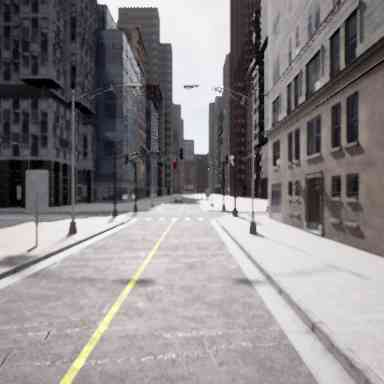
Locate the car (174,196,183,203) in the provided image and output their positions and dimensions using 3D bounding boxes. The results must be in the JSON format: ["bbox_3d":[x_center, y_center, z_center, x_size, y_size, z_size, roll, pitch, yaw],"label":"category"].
[{"bbox_3d":[-3.030,1.702,73.729,1.882,1.535,5.008,0,0,0],"label":"car"}]
